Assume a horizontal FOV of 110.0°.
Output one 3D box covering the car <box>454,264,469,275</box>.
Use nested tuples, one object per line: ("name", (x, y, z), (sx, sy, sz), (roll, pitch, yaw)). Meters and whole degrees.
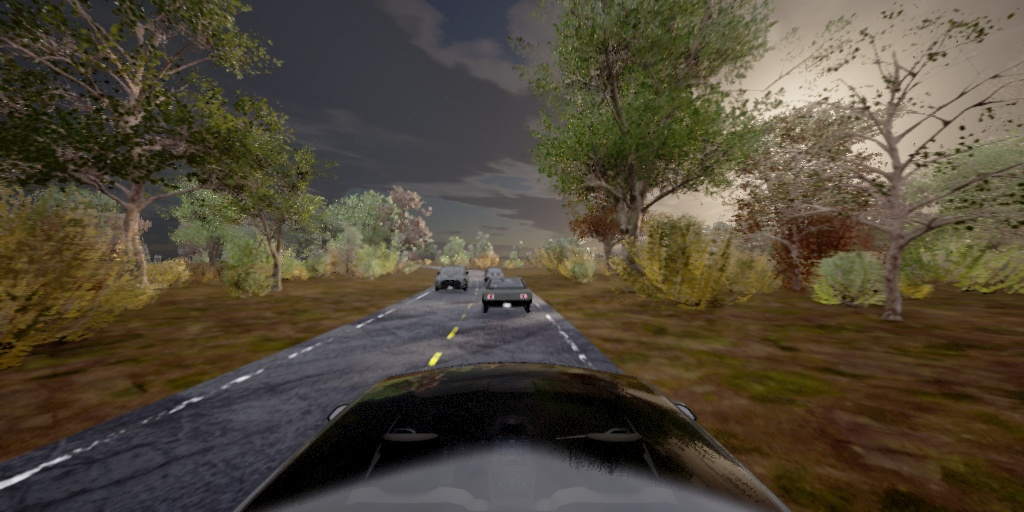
("car", (-7.857, 1.999, 55.146), (2.128, 1.511, 4.902), (0, -1, -10))

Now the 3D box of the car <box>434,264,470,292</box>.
("car", (-3.981, 1.425, 24.429), (2.097, 1.767, 4.553), (0, -1, -5))

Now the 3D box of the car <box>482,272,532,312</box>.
("car", (-0.274, 1.541, 15.299), (1.895, 1.301, 4.718), (0, -1, -2))

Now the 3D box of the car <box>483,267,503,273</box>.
("car", (-1.780, 1.761, 34.739), (2.033, 1.411, 5.357), (0, -1, -6))
